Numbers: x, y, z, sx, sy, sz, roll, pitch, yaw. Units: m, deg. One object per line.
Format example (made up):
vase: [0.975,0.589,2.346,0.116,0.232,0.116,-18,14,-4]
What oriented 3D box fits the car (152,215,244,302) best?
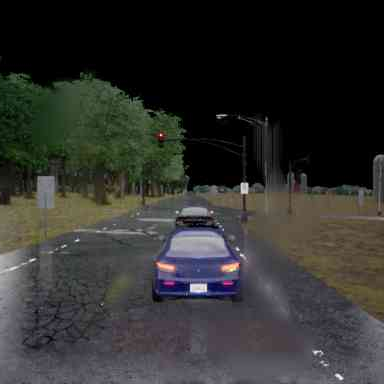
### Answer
car: [0.120,1.516,8.132,1.812,1.442,4.674,0,0,0]

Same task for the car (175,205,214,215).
car: [0.134,1.432,17.411,1.882,1.535,5.008,0,0,0]
